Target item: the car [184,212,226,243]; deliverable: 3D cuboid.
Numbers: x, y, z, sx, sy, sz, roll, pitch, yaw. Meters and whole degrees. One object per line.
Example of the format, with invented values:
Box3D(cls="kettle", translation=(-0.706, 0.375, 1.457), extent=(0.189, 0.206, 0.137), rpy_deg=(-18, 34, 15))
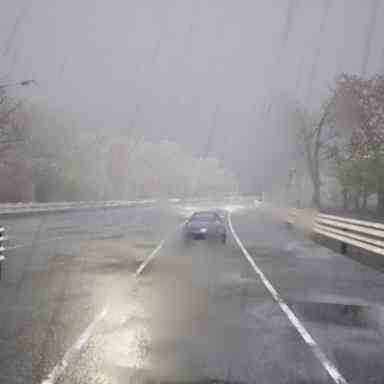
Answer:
Box3D(cls="car", translation=(0.669, 1.678, 16.738), extent=(1.994, 1.385, 4.181), rpy_deg=(0, 0, 3))
